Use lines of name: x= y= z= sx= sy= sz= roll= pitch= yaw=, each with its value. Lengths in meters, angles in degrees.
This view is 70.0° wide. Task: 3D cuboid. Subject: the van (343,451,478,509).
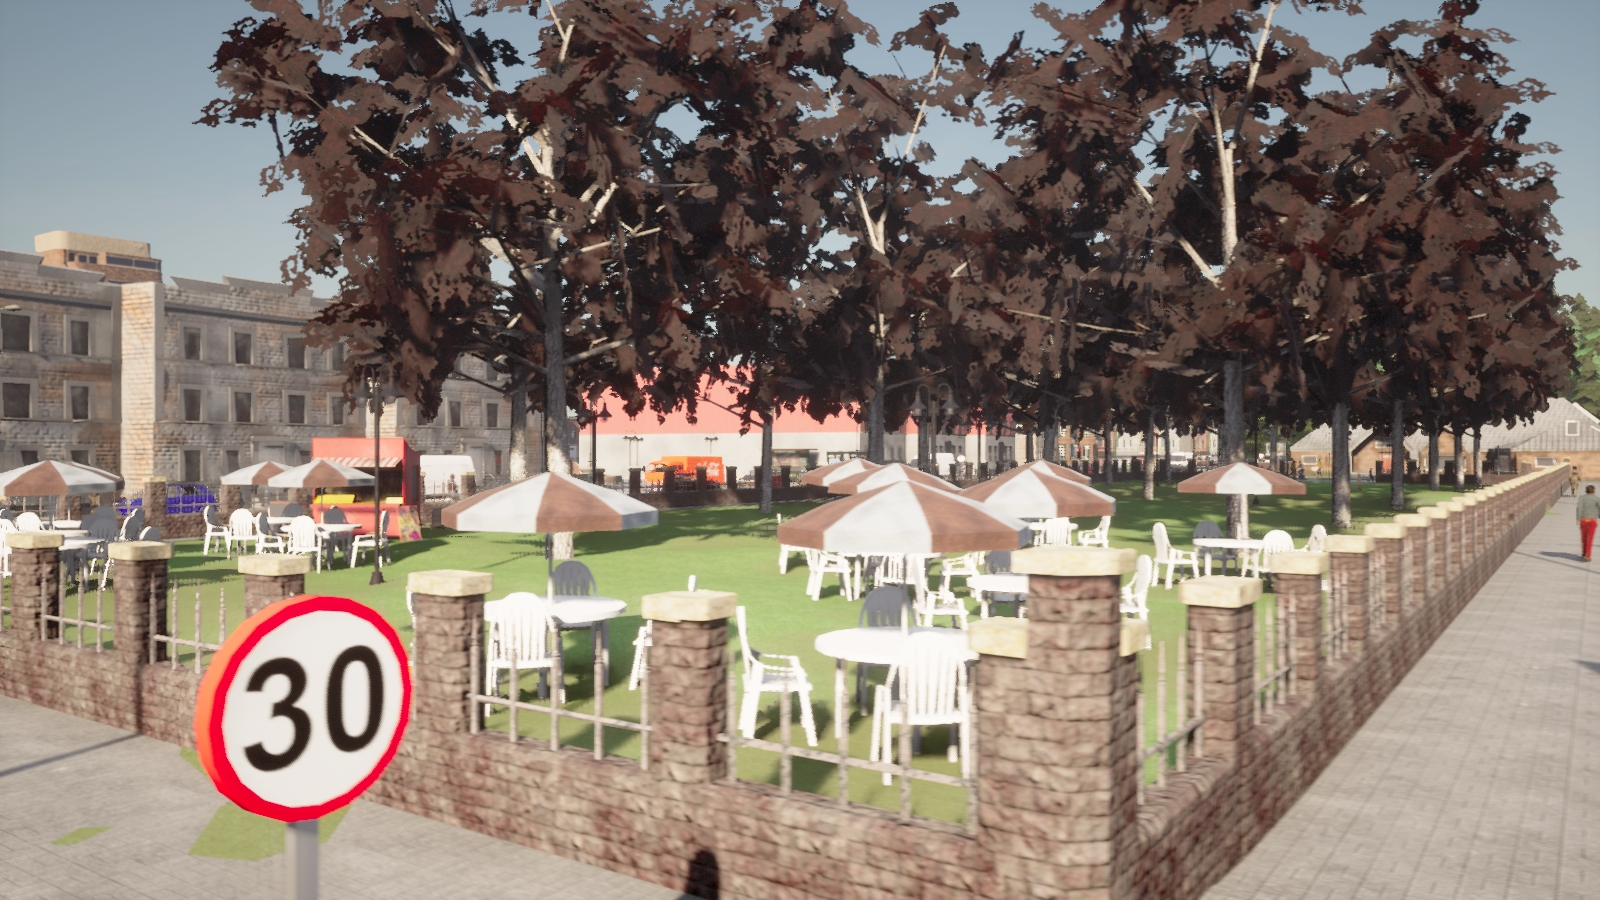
van: x=-17.967 y=1.317 z=53.005 sx=1.988 sy=2.561 sz=5.915 roll=0 pitch=0 yaw=35

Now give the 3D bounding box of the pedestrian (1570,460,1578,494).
pedestrian: x=43.844 y=1.525 z=64.692 sx=0.375 sy=1.860 sz=0.375 roll=0 pitch=0 yaw=35

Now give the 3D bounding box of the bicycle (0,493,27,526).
bicycle: x=-27.579 y=2.038 z=39.265 sx=0.859 sy=1.080 sz=1.487 roll=0 pitch=0 yaw=35

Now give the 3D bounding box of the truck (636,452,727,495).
truck: x=-7.055 y=1.351 z=68.608 sx=2.627 sy=2.467 sz=5.204 roll=0 pitch=0 yaw=35

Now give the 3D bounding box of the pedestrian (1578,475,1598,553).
pedestrian: x=18.892 y=1.525 z=27.392 sx=0.375 sy=1.860 sz=0.375 roll=0 pitch=0 yaw=37

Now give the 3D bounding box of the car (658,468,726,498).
car: x=-5.948 y=1.808 z=63.201 sx=1.789 sy=1.549 sz=3.705 roll=0 pitch=0 yaw=35

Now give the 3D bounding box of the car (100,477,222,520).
car: x=-24.428 y=1.820 z=43.740 sx=1.845 sy=1.501 sz=3.633 roll=0 pitch=0 yaw=35

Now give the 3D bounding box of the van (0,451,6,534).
van: x=-27.005 y=1.316 z=33.386 sx=1.988 sy=2.561 sz=5.915 roll=0 pitch=0 yaw=34
